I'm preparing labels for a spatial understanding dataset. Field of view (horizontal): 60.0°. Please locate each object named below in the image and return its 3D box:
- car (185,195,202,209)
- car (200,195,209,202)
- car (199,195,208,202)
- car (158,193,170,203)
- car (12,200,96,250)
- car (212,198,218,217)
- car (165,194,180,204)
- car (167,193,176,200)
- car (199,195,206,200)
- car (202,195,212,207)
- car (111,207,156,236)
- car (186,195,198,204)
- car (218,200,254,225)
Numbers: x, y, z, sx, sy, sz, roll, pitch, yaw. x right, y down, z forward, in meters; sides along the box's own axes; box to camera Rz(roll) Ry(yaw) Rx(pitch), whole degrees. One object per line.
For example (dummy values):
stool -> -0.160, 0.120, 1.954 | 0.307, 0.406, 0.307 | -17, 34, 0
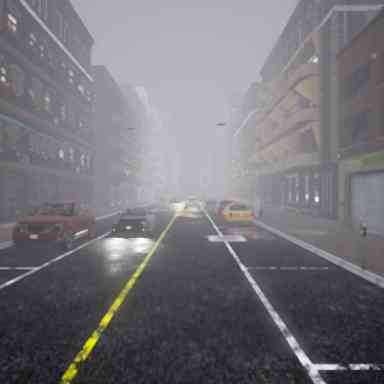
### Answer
car -> 0.047, 1.464, 44.060 | 1.812, 1.442, 4.674 | 0, 0, 1
car -> 2.691, 1.421, 71.015 | 1.752, 1.417, 4.829 | 0, 0, 0
car -> 2.690, 1.453, 76.482 | 1.947, 1.339, 4.313 | 0, 0, 0
car -> -5.691, 1.456, 65.213 | 2.008, 1.369, 4.403 | 0, 0, 0
car -> -5.688, 1.295, 14.487 | 2.192, 1.841, 5.009 | 0, 0, 0
car -> 3.139, 1.435, 30.480 | 1.882, 1.535, 5.008 | 0, 0, 0
car -> -3.041, 1.462, 59.272 | 2.033, 1.411, 5.357 | 0, 0, 1
car -> -5.690, 1.176, 93.395 | 2.192, 1.841, 5.009 | 0, 0, 0
car -> 2.689, 1.451, 87.754 | 1.802, 1.307, 4.206 | 0, 0, 0
car -> 2.691, 1.482, 48.300 | 2.008, 1.369, 4.403 | 0, 0, 0
car -> -3.101, 1.539, 18.259 | 1.994, 1.385, 4.181 | 0, 0, 0
car -> 0.028, 1.397, 63.719 | 2.128, 1.511, 4.902 | 0, 0, 1
car -> 3.149, 1.424, 23.671 | 1.801, 1.575, 5.366 | 0, 0, 0
